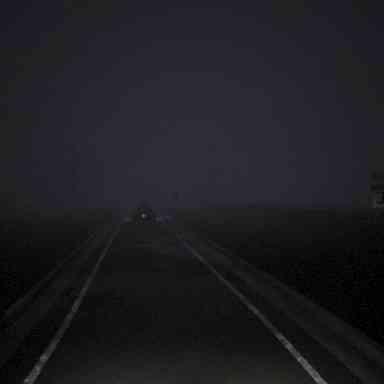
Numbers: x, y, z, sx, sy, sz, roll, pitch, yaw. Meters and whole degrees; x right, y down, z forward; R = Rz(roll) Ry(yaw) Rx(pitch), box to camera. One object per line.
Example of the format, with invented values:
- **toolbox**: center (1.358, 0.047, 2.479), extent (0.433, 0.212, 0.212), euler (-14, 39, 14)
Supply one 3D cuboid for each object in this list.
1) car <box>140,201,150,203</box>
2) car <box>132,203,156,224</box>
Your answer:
- **car**: center (-6.144, 1.982, 43.521), extent (1.837, 1.490, 4.892), euler (0, -1, -7)
- **car**: center (-4.096, 1.877, 28.350), extent (1.994, 1.385, 4.181), euler (0, -1, -8)
